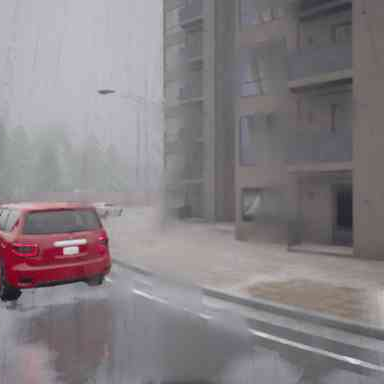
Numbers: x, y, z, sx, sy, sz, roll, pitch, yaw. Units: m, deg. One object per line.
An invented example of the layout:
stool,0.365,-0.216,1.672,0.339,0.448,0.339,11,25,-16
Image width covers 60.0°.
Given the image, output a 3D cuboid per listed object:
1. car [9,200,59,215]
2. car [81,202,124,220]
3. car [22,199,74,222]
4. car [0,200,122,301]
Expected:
car,-17.246,1.661,36.683,2.128,1.511,4.902,0,0,21
car,-8.111,1.660,30.761,1.812,1.442,4.674,0,0,13
car,-12.065,1.482,28.295,2.097,1.767,4.553,0,0,7
car,-4.086,1.265,8.810,2.150,2.045,5.566,0,0,-38
